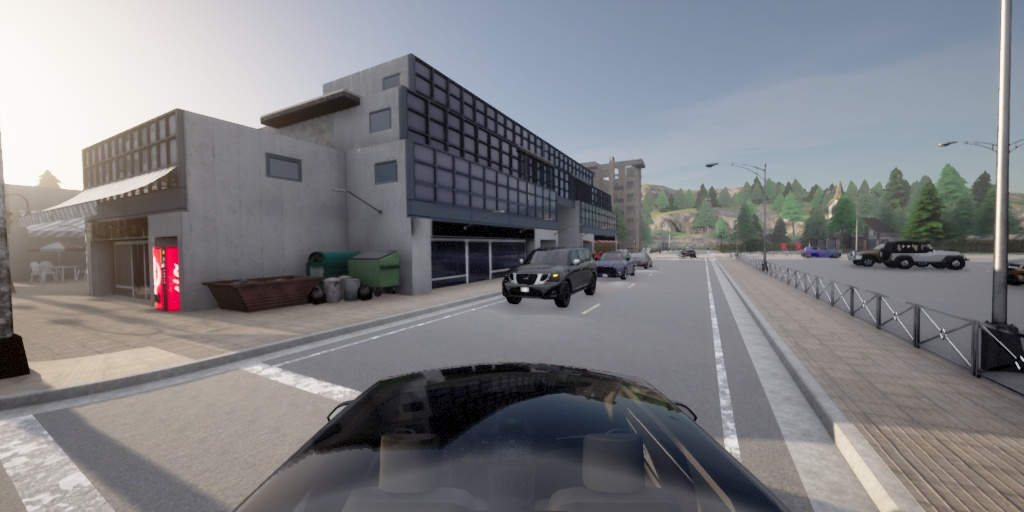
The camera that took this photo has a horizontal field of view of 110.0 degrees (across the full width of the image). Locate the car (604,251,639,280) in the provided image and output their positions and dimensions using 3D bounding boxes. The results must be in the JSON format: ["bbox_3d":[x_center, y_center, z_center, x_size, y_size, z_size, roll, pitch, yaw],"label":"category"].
[{"bbox_3d":[6.494,0.496,22.933,2.097,1.767,4.553,0,2,28],"label":"car"}]

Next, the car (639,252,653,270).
[{"bbox_3d":[11.203,0.379,31.702,1.812,1.442,4.674,0,2,28],"label":"car"}]

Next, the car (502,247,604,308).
[{"bbox_3d":[1.716,0.662,14.018,2.150,2.045,5.566,0,2,28],"label":"car"}]

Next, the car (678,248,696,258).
[{"bbox_3d":[26.510,-0.439,54.478,1.837,1.490,4.892,1,2,16],"label":"car"}]
